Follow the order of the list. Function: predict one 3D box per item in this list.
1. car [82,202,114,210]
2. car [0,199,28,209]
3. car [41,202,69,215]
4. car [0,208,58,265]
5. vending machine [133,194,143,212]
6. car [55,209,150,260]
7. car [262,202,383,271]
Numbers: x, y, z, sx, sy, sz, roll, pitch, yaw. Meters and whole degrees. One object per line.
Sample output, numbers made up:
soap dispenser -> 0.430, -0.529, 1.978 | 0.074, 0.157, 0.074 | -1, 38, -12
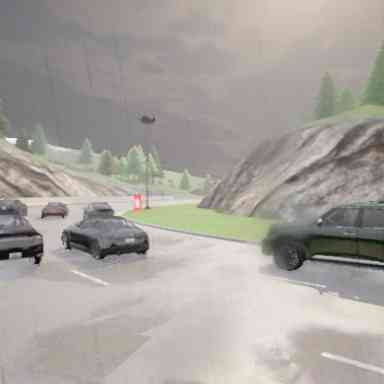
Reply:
car -> -7.092, 1.546, 25.275 | 1.837, 1.490, 4.892 | 0, 0, -24
car -> -15.489, 1.347, 28.471 | 2.097, 1.767, 4.553 | 1, 0, -17
car -> -12.384, 1.586, 30.282 | 1.994, 1.385, 4.181 | 0, 0, -15
car -> -6.325, 1.488, 10.806 | 2.128, 1.511, 4.902 | 0, 0, -40
vending machine -> -6.536, 1.290, 40.110 | 1.100, 2.100, 0.880 | 0, 0, -2
car -> -3.390, 1.587, 12.705 | 1.994, 1.385, 4.181 | 0, 0, -41
car -> 4.785, 1.288, 9.359 | 5.566, 2.045, 2.150 | 0, 0, 38
